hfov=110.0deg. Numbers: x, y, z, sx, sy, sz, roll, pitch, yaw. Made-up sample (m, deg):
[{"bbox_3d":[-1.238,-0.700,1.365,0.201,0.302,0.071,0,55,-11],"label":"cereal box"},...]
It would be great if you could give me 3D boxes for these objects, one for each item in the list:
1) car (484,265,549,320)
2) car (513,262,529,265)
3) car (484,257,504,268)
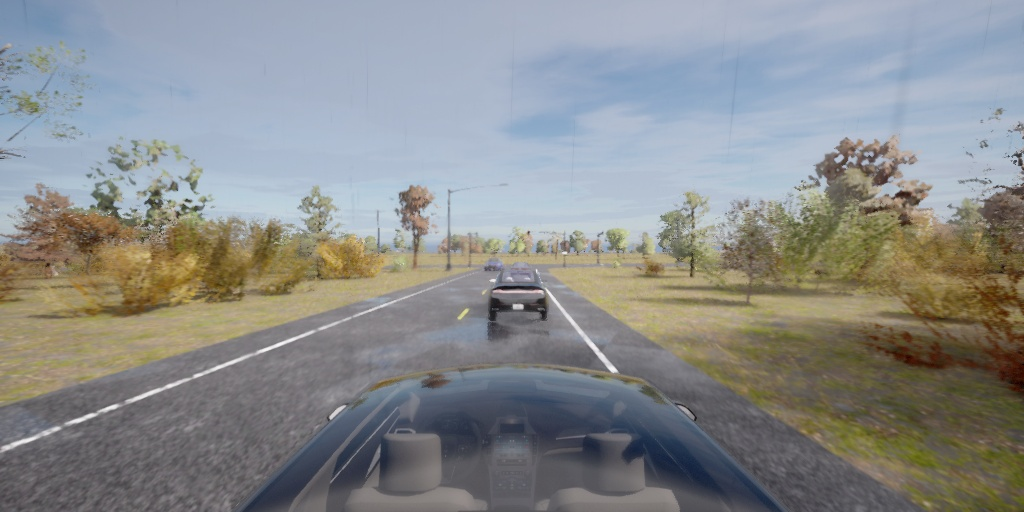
[{"bbox_3d":[0.217,1.230,12.577,2.128,1.511,4.902,0,0,1],"label":"car"},{"bbox_3d":[0.803,1.248,32.392,2.033,1.411,5.357,0,0,2],"label":"car"},{"bbox_3d":[-2.224,1.009,44.749,2.097,1.767,4.553,0,0,4],"label":"car"}]
